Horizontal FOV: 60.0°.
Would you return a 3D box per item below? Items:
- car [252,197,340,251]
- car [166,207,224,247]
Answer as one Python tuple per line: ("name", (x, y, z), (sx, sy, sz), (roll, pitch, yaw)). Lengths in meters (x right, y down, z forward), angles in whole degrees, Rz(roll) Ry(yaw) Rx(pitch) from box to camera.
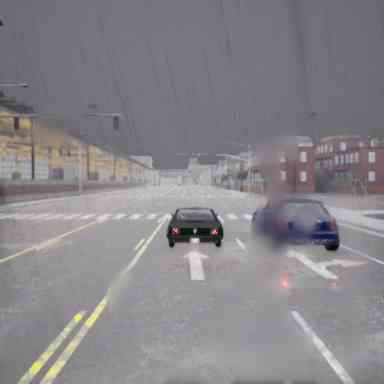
("car", (3.600, 0.973, 12.390), (2.097, 1.767, 4.553), (0, 2, -1))
("car", (0.100, 1.208, 12.854), (1.895, 1.301, 4.718), (0, 2, 0))
